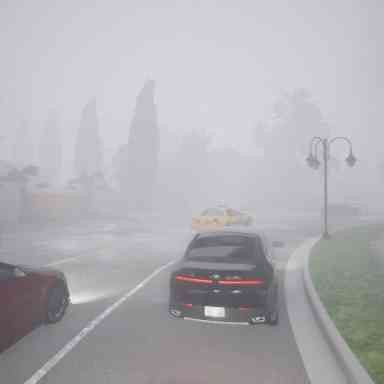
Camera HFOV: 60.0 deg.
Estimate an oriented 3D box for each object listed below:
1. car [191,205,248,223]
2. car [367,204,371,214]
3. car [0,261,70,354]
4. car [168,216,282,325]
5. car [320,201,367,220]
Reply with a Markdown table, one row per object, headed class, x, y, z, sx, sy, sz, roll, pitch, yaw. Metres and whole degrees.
| class | x | y | z | sx | sy | sz | roll | pitch | yaw |
| --- | --- | --- | --- | --- | --- | --- | --- | --- | --- |
| car | 1.905 | 1.544 | 19.538 | 1.801 | 1.575 | 5.366 | 0 | -1 | 31 |
| car | 19.217 | 1.849 | 39.472 | 5.008 | 1.535 | 1.882 | 1 | -1 | -34 |
| car | -3.423 | 1.575 | 4.589 | 1.994 | 1.385 | 4.181 | 0 | 0 | 6 |
| car | 0.886 | 1.513 | 7.229 | 1.837 | 1.490 | 4.892 | 0 | 0 | 13 |
| car | 14.086 | 1.759 | 31.343 | 4.892 | 1.490 | 1.837 | 1 | -1 | -36 |
